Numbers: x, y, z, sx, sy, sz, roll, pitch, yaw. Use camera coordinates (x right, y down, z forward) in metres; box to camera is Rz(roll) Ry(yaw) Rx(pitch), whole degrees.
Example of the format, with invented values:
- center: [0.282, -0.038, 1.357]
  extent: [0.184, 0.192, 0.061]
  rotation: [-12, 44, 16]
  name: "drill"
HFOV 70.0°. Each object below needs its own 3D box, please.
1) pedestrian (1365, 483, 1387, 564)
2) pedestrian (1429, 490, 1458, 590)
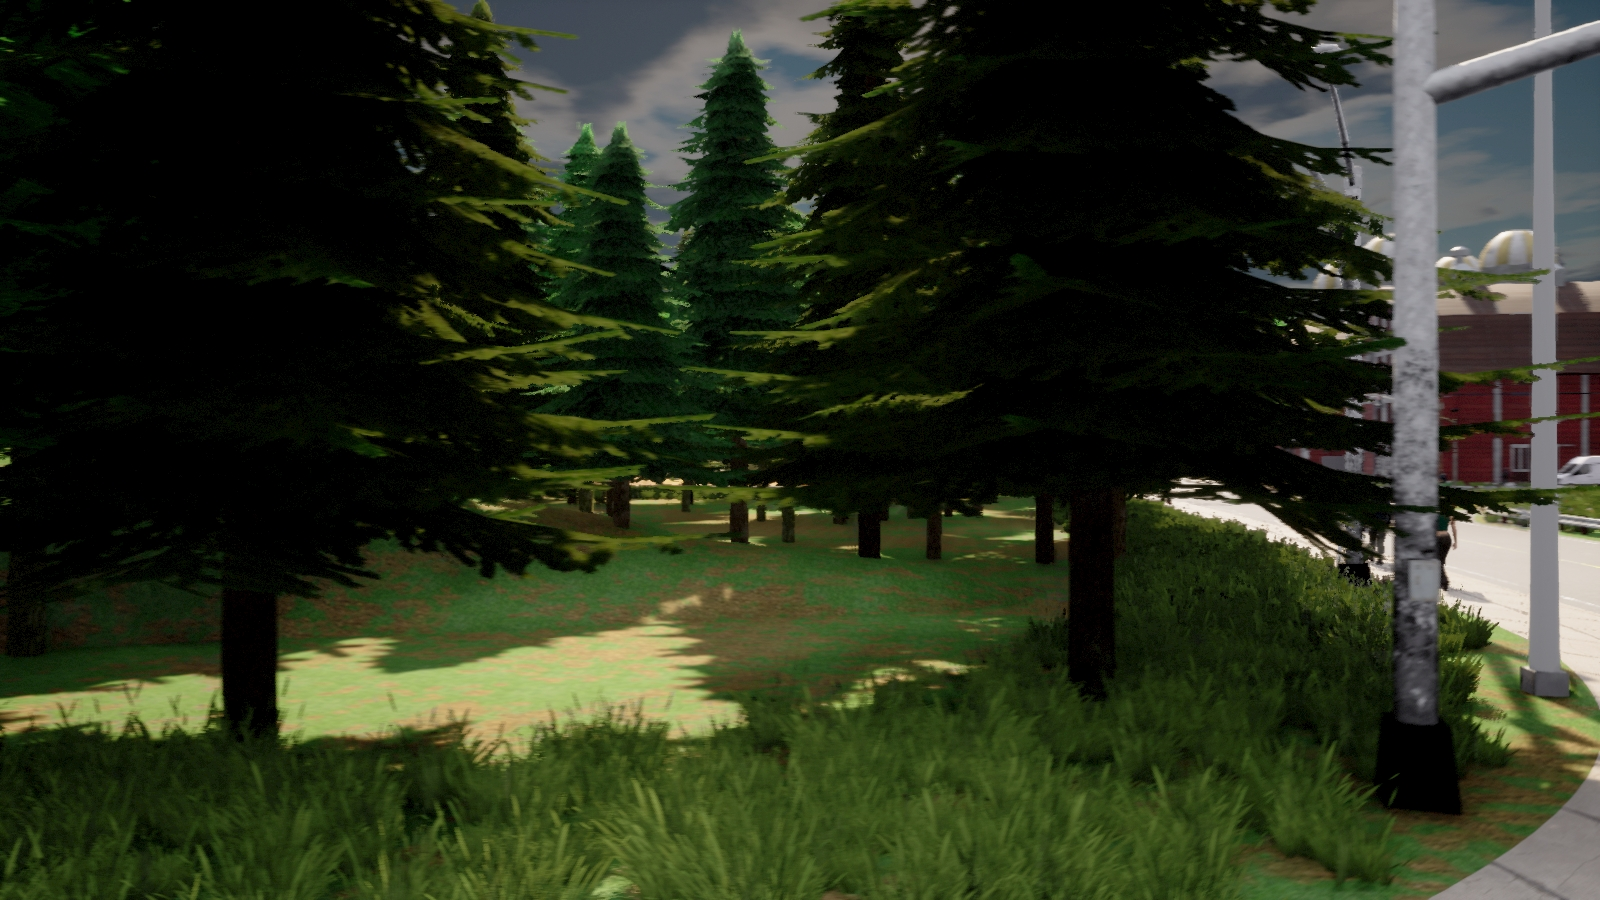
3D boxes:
- center: [13.505, 1.717, 26.790]
  extent: [0.375, 1.860, 0.375]
  rotation: [0, 0, 14]
  name: "pedestrian"
- center: [12.281, 1.707, 21.803]
  extent: [0.375, 1.860, 0.375]
  rotation: [0, 0, 12]
  name: "pedestrian"
